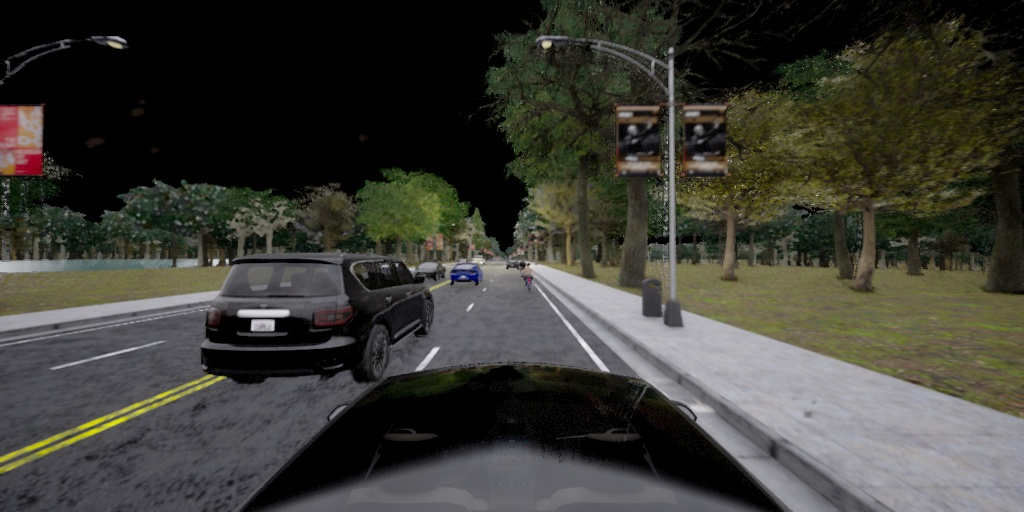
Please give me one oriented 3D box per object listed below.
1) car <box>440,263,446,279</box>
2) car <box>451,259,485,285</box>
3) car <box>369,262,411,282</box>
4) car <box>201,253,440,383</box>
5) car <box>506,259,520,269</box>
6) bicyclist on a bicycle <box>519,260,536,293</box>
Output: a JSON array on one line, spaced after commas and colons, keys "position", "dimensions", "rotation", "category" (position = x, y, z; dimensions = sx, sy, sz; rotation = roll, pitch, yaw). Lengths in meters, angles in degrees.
[{"position": [-6.592, 1.209, 28.901], "dimensions": [1.882, 1.535, 5.008], "rotation": [0, 0, 0], "category": "car"}, {"position": [-3.150, 1.211, 25.697], "dimensions": [1.882, 1.535, 5.008], "rotation": [0, 0, 0], "category": "car"}, {"position": [-9.843, 1.256, 29.262], "dimensions": [1.812, 1.442, 4.674], "rotation": [0, 0, 0], "category": "car"}, {"position": [-3.151, 0.968, 7.220], "dimensions": [2.150, 2.045, 5.566], "rotation": [0, 0, 0], "category": "car"}, {"position": [0.093, 1.232, 55.242], "dimensions": [1.812, 1.442, 4.674], "rotation": [0, 0, 0], "category": "car"}, {"position": [0.904, 1.175, 19.609], "dimensions": [0.866, 1.612, 1.509], "rotation": [0, 0, 0], "category": "bicyclist on a bicycle"}]
